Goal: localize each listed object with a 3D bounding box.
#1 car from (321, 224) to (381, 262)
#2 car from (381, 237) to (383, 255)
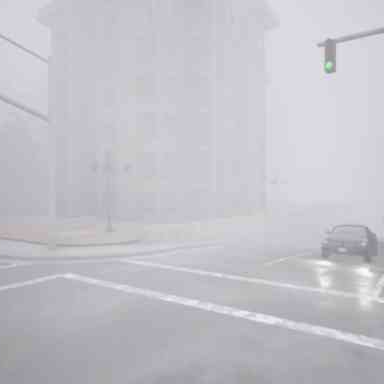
[{"bbox_3d":[7.150,2.182,14.920,1.812,1.442,4.674,0,-5,33],"label":"car"},{"bbox_3d":[13.675,4.025,24.348,1.882,1.535,5.008,-1,-13,35],"label":"car"}]
